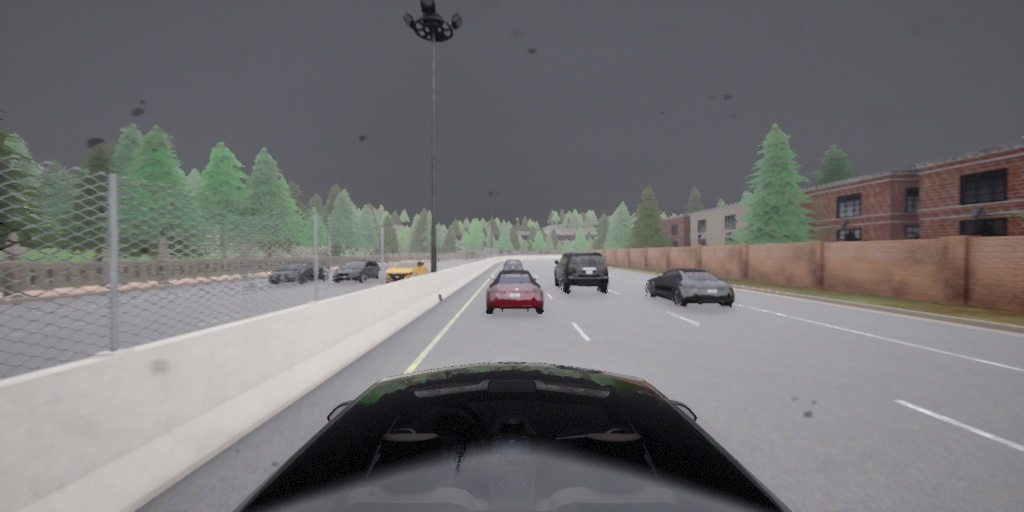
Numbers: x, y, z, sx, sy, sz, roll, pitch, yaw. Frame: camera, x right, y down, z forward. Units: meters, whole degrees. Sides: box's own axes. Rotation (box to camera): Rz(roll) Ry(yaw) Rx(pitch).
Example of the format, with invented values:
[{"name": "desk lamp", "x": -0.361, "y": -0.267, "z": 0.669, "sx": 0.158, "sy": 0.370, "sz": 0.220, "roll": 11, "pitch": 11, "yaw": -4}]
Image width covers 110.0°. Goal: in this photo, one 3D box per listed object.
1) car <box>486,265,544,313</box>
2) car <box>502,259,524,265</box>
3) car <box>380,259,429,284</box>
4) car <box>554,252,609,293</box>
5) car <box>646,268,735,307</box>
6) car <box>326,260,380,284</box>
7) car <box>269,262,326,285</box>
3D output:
[{"name": "car", "x": 0.097, "y": 1.209, "z": 13.481, "sx": 1.994, "sy": 1.385, "sz": 4.181, "roll": 0, "pitch": 1, "yaw": 0}, {"name": "car", "x": 0.093, "y": 1.015, "z": 33.175, "sx": 2.033, "sy": 1.411, "sz": 5.357, "roll": 0, "pitch": 1, "yaw": 0}, {"name": "car", "x": -7.100, "y": 1.021, "z": 24.722, "sx": 1.882, "sy": 1.535, "sz": 5.008, "roll": 0, "pitch": 1, "yaw": 0}, {"name": "car", "x": 3.597, "y": 0.815, "z": 19.362, "sx": 2.150, "sy": 2.045, "sz": 5.566, "roll": 0, "pitch": 1, "yaw": 0}, {"name": "car", "x": 7.098, "y": 1.198, "z": 14.707, "sx": 1.994, "sy": 1.385, "sz": 4.181, "roll": 0, "pitch": 1, "yaw": 0}, {"name": "car", "x": -10.599, "y": 1.046, "z": 24.964, "sx": 1.837, "sy": 1.490, "sz": 4.892, "roll": 0, "pitch": 1, "yaw": 0}, {"name": "car", "x": -14.099, "y": 1.114, "z": 23.933, "sx": 1.994, "sy": 1.385, "sz": 4.181, "roll": 0, "pitch": 1, "yaw": 0}]
